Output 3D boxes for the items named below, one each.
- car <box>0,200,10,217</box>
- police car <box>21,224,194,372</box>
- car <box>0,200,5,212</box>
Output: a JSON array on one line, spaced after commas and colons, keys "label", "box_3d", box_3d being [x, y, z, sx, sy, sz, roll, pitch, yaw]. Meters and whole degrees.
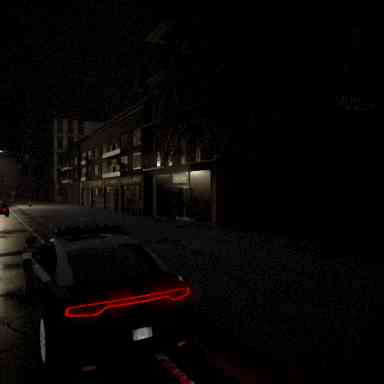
[{"label": "car", "box_3d": [-17.800, 1.594, 30.371, 1.895, 1.301, 4.718, 0, 0, -31]}, {"label": "police car", "box_3d": [-1.904, 1.425, 6.054, 1.930, 1.638, 5.238, 0, 0, -31]}, {"label": "car", "box_3d": [-22.980, 1.591, 38.904, 1.895, 1.301, 4.718, 0, 0, -30]}]
